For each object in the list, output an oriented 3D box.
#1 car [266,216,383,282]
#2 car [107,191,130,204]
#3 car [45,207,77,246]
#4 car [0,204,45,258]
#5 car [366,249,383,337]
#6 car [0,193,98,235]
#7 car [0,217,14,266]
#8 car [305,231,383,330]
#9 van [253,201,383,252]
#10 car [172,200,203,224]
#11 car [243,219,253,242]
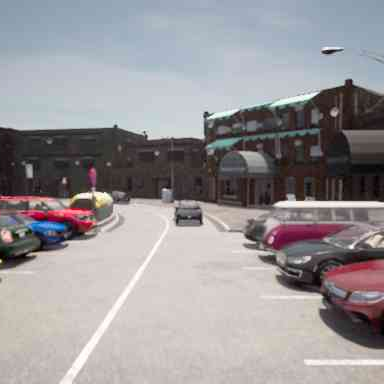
[{"bbox_3d":[4.659,1.528,8.474,4.892,1.521,2.231,0,0,0],"label":"car"},{"bbox_3d":[-9.228,0.601,39.271,4.674,1.442,1.812,2,3,39],"label":"car"},{"bbox_3d":[-7.682,1.528,13.665,5.008,1.535,2.097,0,0,0],"label":"car"},{"bbox_3d":[-7.647,1.410,10.835,4.553,1.767,2.185,0,0,0],"label":"car"},{"bbox_3d":[4.645,1.498,3.014,4.892,1.521,2.231,0,0,0],"label":"car"},{"bbox_3d":[-7.648,1.245,16.607,5.566,2.045,2.435,0,0,0],"label":"car"},{"bbox_3d":[-7.493,1.521,7.893,5.366,1.575,1.946,0,0,0],"label":"car"},{"bbox_3d":[4.654,1.551,5.683,4.674,1.452,2.002,0,0,0],"label":"car"},{"bbox_3d":[4.536,1.310,11.268,4.442,1.987,1.878,0,0,0],"label":"van"},{"bbox_3d":[-0.366,1.332,23.718,2.128,1.511,4.902,0,2,-5],"label":"car"},{"bbox_3d":[4.647,1.525,14.076,4.892,1.521,2.231,0,1,0],"label":"car"}]
